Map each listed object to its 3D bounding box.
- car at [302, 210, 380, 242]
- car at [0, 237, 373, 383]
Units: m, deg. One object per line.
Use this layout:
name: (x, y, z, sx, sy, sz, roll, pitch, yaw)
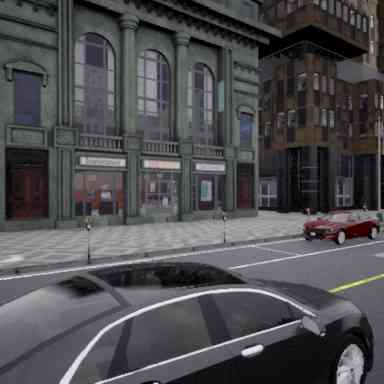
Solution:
car: (6.996, 1.547, 15.505, 4.507, 1.381, 1.887, 0, 0, -35)
car: (-0.049, 1.507, 3.398, 4.892, 1.490, 1.837, -1, 0, -35)
